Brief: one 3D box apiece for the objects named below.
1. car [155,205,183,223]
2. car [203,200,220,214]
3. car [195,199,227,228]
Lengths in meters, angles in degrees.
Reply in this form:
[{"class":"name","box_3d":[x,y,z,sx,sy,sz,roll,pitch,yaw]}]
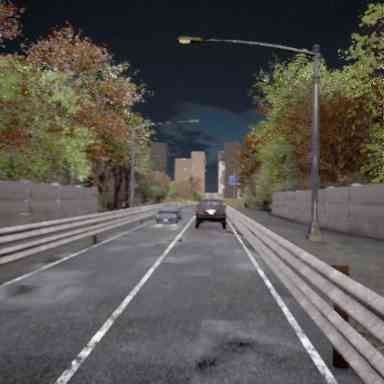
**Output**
[{"class":"car","box_3d":[-1.851,1.822,28.308,2.033,1.411,5.357,1,-1,3]},{"class":"car","box_3d":[2.506,1.917,43.851,2.097,1.767,4.553,1,-1,3]},{"class":"car","box_3d":[1.401,1.509,24.767,2.150,2.045,5.566,1,0,3]}]
